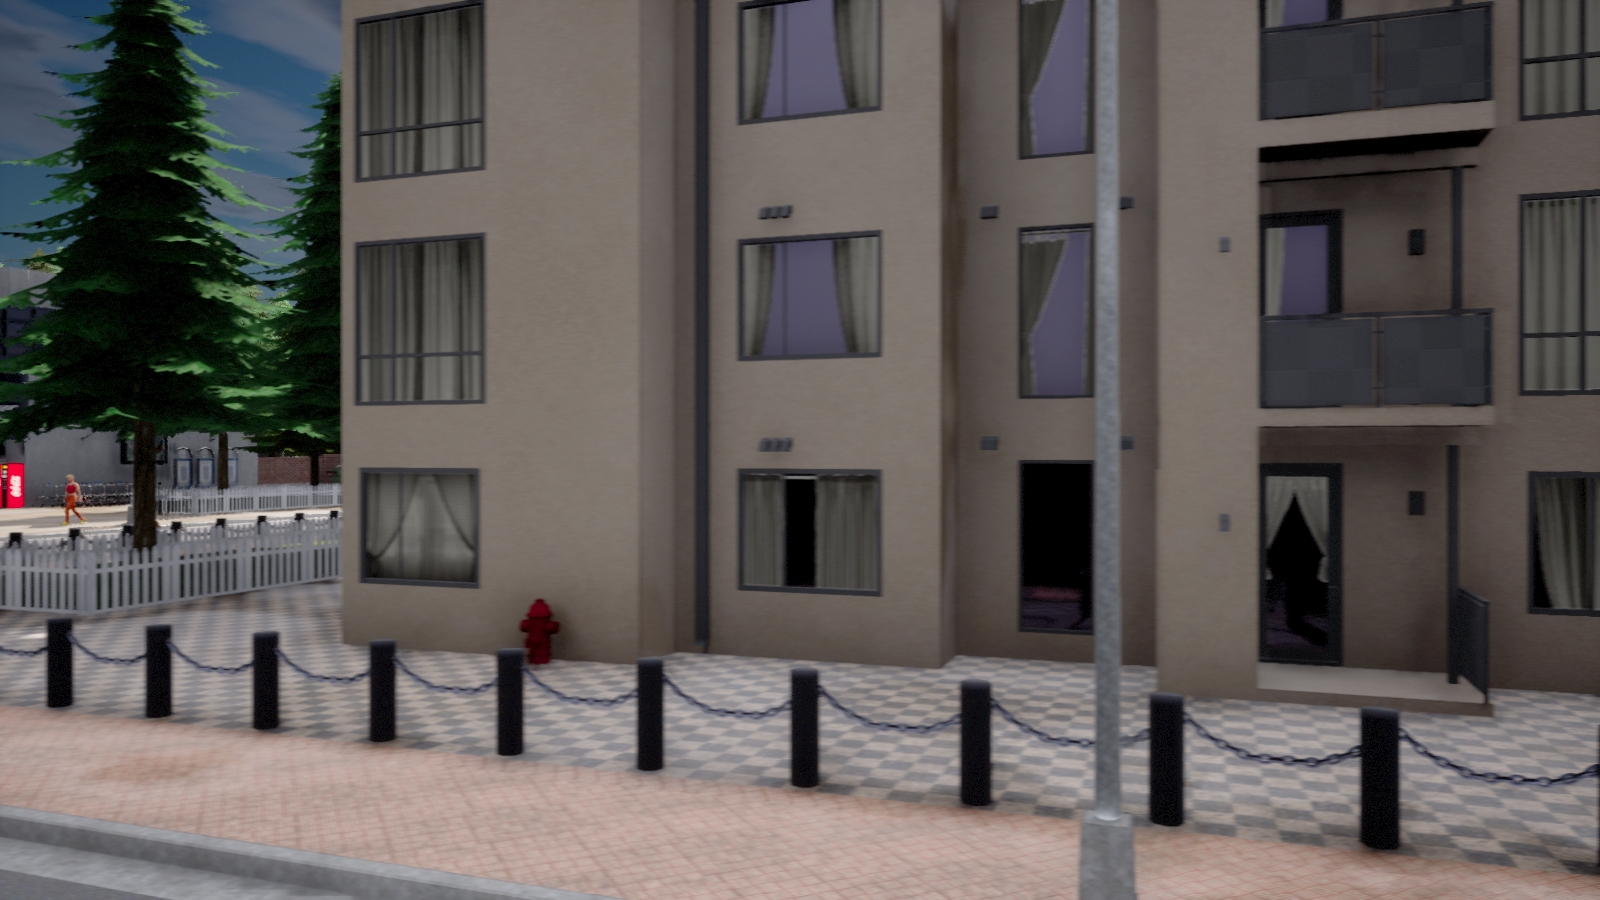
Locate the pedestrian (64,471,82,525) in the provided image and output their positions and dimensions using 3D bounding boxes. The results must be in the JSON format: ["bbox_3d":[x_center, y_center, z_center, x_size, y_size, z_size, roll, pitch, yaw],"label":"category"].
[{"bbox_3d":[-25.542,1.688,40.144,0.375,1.860,0.375,0,0,18],"label":"pedestrian"}]
